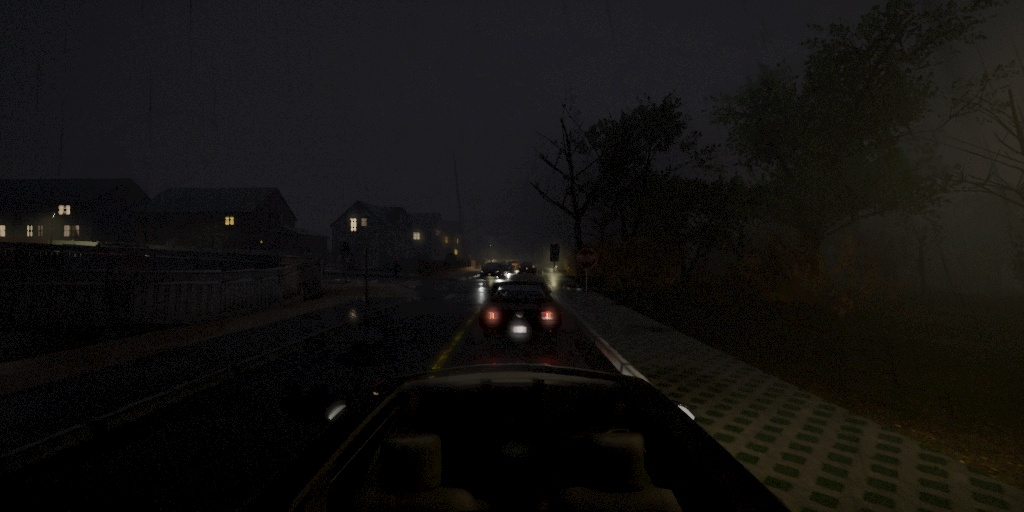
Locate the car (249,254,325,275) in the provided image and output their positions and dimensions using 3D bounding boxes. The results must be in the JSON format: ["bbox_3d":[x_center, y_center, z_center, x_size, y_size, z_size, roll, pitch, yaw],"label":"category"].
[{"bbox_3d":[-14.272,0.655,22.534,4.674,1.442,1.812,3,0,1],"label":"car"}]

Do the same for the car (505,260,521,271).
[{"bbox_3d":[0.178,1.407,55.803,1.882,1.535,5.008,0,0,6],"label":"car"}]

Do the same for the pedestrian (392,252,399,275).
[{"bbox_3d":[-9.172,0.552,28.297,0.375,1.860,0.375,0,-3,1],"label":"pedestrian"}]

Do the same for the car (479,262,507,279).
[{"bbox_3d":[-1.794,1.326,33.150,1.812,1.442,4.674,0,0,4],"label":"car"}]

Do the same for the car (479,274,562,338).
[{"bbox_3d":[0.215,1.357,10.192,1.895,1.301,4.718,0,0,1],"label":"car"}]

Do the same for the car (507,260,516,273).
[{"bbox_3d":[-0.916,1.416,44.807,1.994,1.385,4.181,0,0,5],"label":"car"}]

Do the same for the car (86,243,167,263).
[{"bbox_3d":[-24.104,0.016,22.740,4.553,1.767,2.097,3,0,1],"label":"car"}]

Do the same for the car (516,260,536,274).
[{"bbox_3d":[1.870,1.404,42.935,1.994,1.385,4.181,0,0,5],"label":"car"}]
